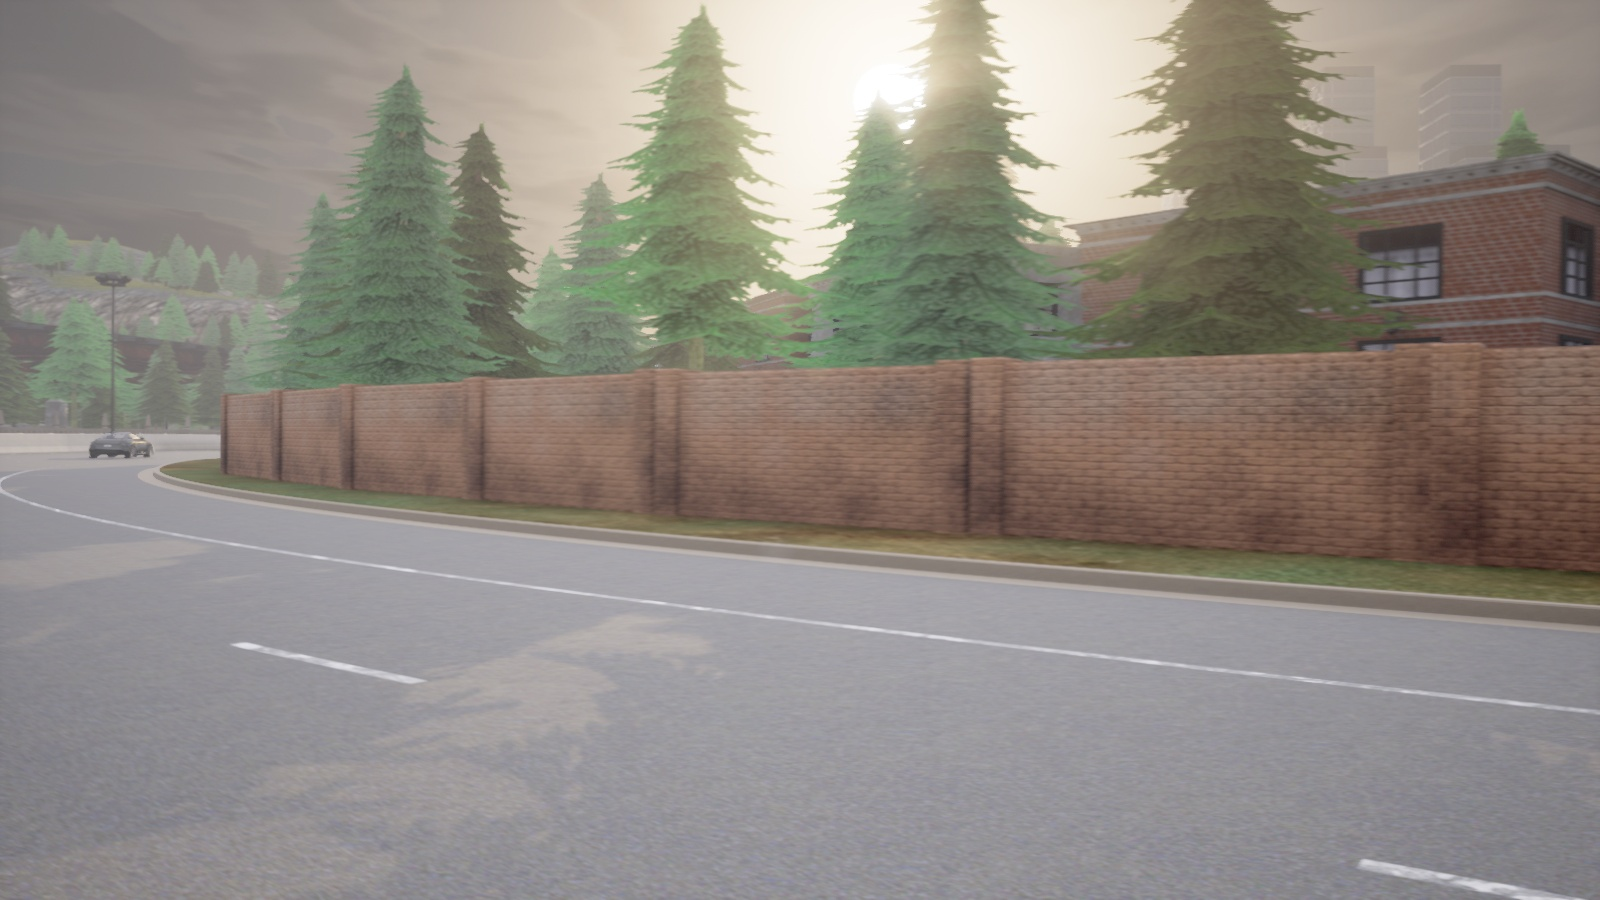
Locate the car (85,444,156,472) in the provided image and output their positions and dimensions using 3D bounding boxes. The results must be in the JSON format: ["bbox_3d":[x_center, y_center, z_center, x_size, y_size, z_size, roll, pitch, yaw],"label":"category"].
[{"bbox_3d":[-35.113,0.375,64.998,1.994,1.385,4.181,-1,1,-10],"label":"car"}]
